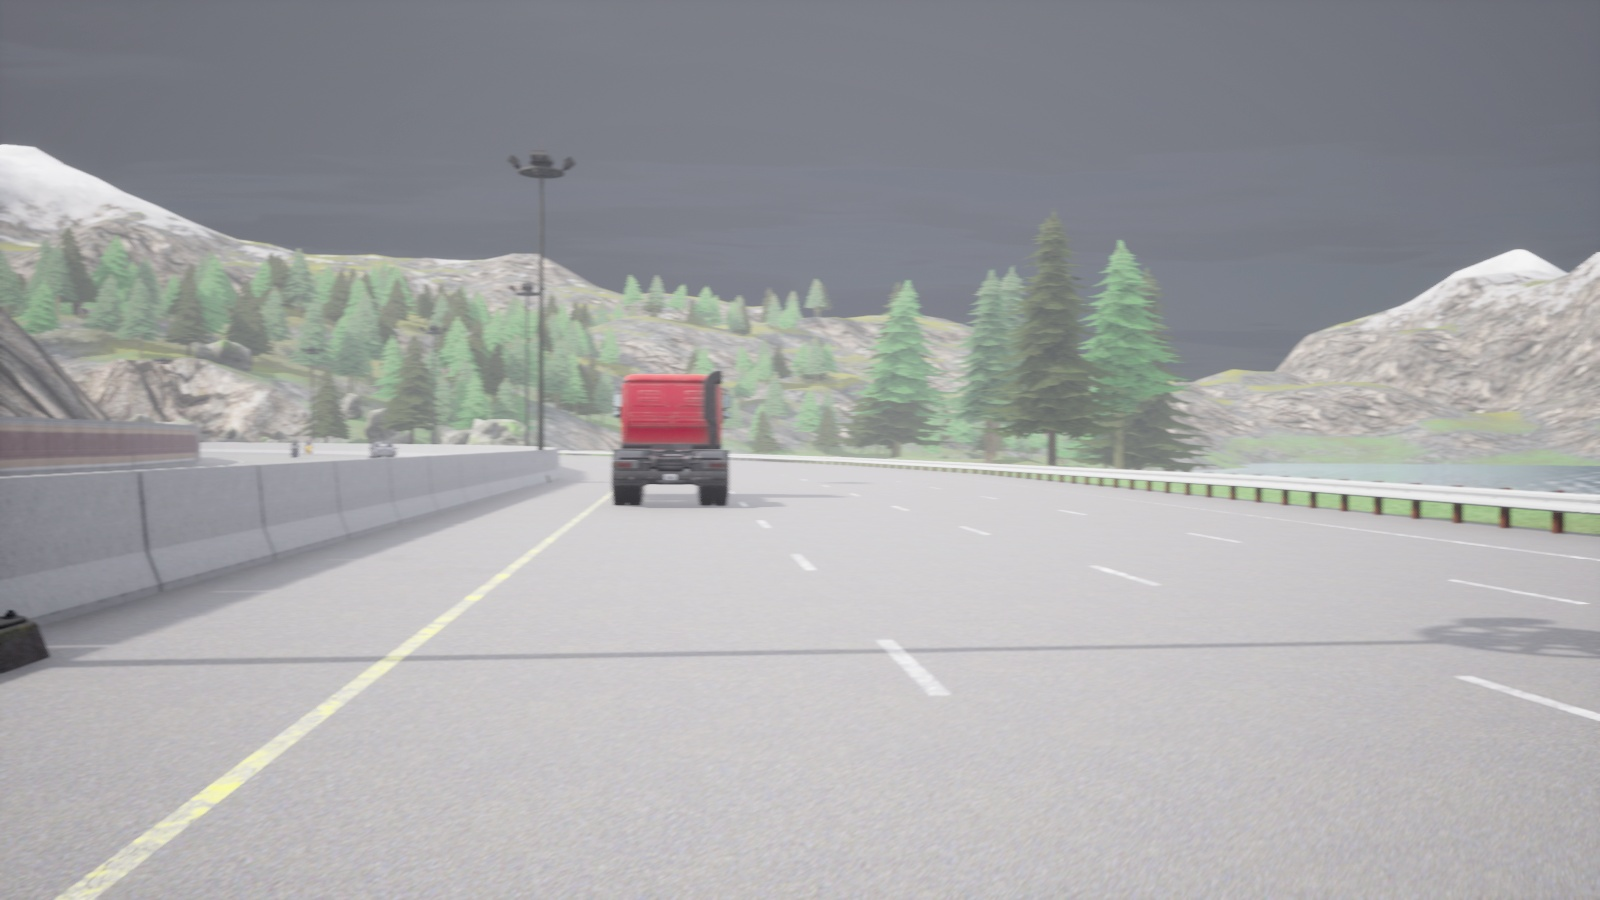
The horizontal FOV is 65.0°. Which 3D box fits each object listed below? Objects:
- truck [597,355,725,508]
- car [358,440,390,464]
[{"bbox_3d":[-3.561,-0.439,32.503,2.891,3.462,7.936,0,0,-6],"label":"truck"},{"bbox_3d":[-28.401,0.124,83.681,1.845,1.501,3.633,0,0,-22],"label":"car"}]
